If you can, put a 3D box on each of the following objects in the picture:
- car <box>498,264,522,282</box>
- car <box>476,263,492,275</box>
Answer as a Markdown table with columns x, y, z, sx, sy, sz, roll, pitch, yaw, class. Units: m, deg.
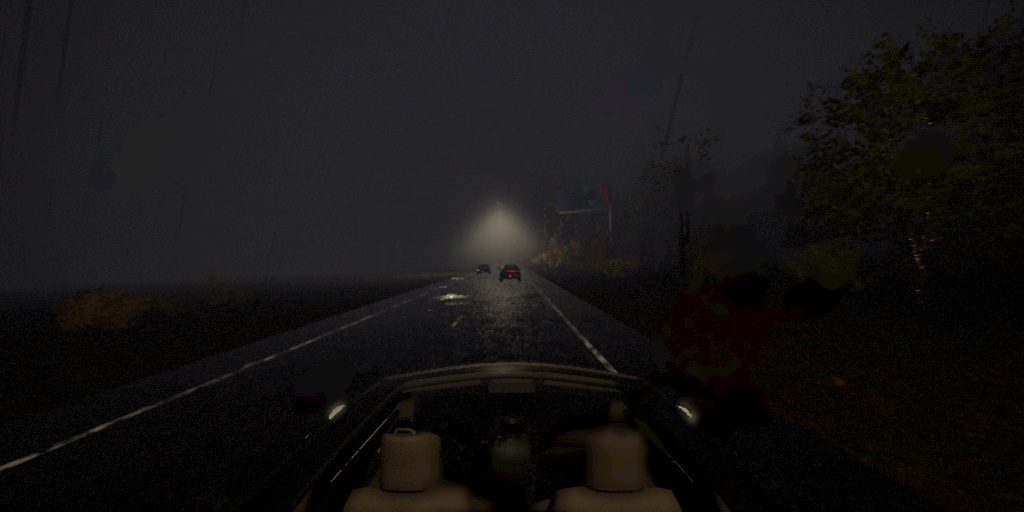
| x | y | z | sx | sy | sz | roll | pitch | yaw | class |
| --- | --- | --- | --- | --- | --- | --- | --- | --- | --- |
| -0.159 | 1.472 | 32.043 | 2.128 | 1.511 | 4.902 | -2 | 0 | 0 | car |
| -3.754 | 1.723 | 48.083 | 1.837 | 1.490 | 4.892 | -2 | 0 | 0 | car |
